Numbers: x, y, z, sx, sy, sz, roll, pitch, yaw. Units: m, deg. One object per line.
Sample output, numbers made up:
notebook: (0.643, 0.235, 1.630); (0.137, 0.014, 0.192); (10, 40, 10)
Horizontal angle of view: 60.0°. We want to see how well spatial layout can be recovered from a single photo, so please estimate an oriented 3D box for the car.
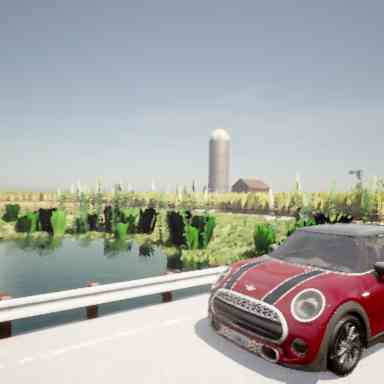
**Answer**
car: (2.468, 1.380, 5.719); (4.553, 1.767, 2.097); (1, -1, -35)
